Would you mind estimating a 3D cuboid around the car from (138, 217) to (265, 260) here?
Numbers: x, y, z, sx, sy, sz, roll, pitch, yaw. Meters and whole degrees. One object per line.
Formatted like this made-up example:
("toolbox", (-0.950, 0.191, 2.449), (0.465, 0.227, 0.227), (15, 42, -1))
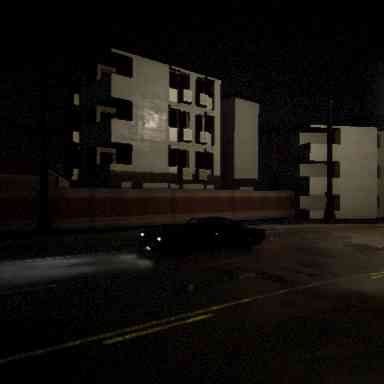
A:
("car", (0.411, 1.640, 12.588), (4.718, 1.301, 1.895), (0, 0, -30))
